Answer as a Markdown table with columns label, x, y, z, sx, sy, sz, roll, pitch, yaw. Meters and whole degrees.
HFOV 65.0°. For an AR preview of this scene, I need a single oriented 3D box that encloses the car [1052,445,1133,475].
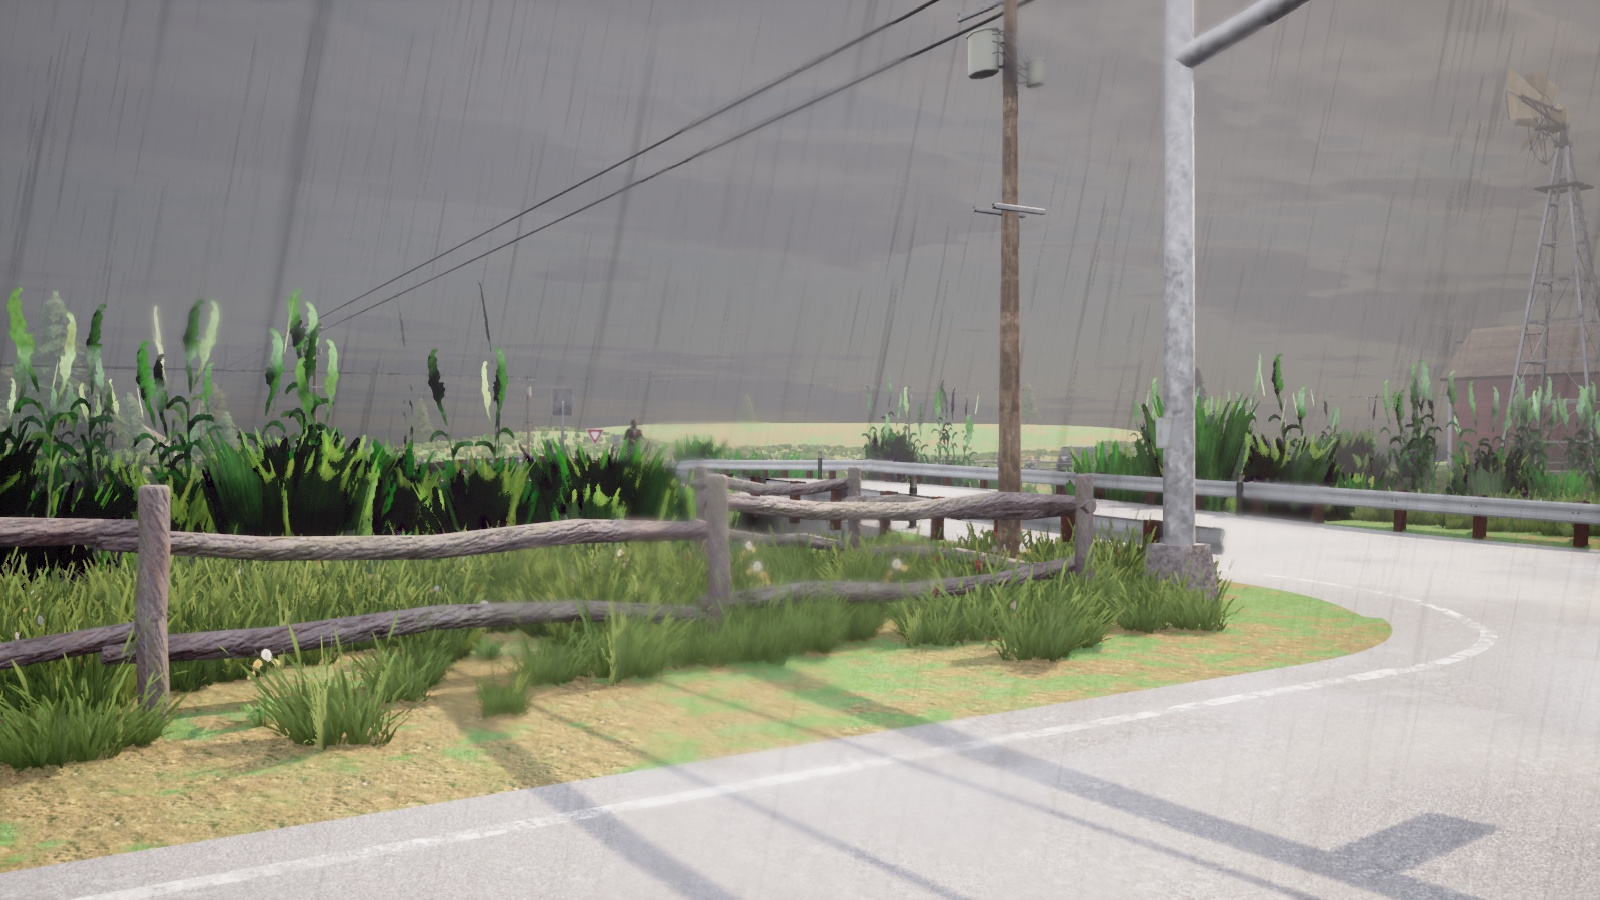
| label | x | y | z | sx | sy | sz | roll | pitch | yaw |
| --- | --- | --- | --- | --- | --- | --- | --- | --- | --- |
| car | 20.378 | 0.669 | 87.343 | 5.566 | 2.045 | 2.150 | 0 | 0 | -32 |
